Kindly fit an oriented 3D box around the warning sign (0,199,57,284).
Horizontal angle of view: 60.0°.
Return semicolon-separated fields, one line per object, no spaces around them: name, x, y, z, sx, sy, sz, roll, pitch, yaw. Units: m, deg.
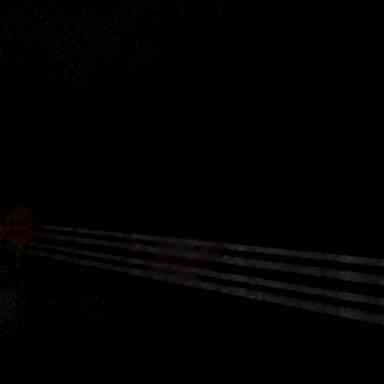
warning sign;-4.283;1.128;8.248;1.060;1.860;1.300;2;-1;35
